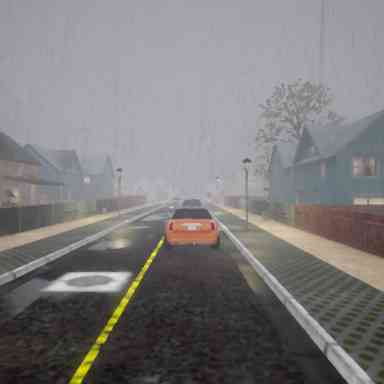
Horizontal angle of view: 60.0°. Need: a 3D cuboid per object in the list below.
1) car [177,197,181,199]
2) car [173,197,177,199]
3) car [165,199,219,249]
[{"bbox_3d":[0.000,1.378,29.623,2.097,1.767,4.553,0,0,0],"label":"car"},{"bbox_3d":[-2.750,1.670,60.654,1.882,1.535,5.008,0,0,0],"label":"car"},{"bbox_3d":[0.000,1.365,14.620,2.097,1.767,4.553,0,0,0],"label":"car"}]
